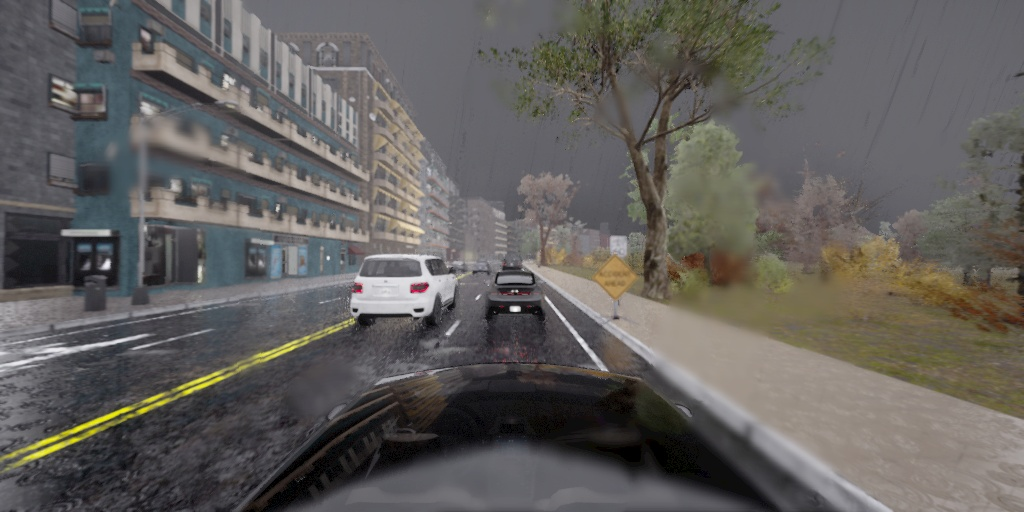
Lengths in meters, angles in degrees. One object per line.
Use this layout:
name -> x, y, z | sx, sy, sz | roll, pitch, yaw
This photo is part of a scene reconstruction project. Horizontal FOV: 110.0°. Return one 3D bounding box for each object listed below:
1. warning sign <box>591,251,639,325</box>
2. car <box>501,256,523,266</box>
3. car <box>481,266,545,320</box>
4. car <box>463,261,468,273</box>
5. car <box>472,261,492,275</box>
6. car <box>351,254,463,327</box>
warning sign -> 2.847, 0.864, 9.865 | 1.300, 1.860, 1.060 | 0, 0, 0
car -> -0.013, 0.971, 39.266 | 2.150, 2.045, 5.566 | 0, 0, 0
car -> 0.096, 1.253, 12.598 | 1.837, 1.490, 4.892 | 0, 0, 0
car -> -6.519, 1.276, 43.792 | 1.812, 1.442, 4.674 | 0, 0, 0
car -> -3.263, 1.296, 39.237 | 2.033, 1.411, 5.357 | 0, 0, 0
car -> -3.153, 0.970, 11.626 | 2.150, 2.045, 5.566 | 0, 0, 0
